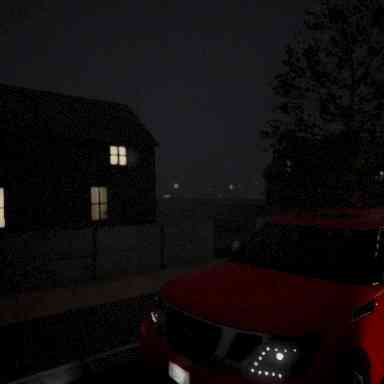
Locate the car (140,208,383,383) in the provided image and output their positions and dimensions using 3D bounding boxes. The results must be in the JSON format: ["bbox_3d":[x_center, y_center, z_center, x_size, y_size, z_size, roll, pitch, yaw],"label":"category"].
[{"bbox_3d":[2.011,1.298,4.742,5.566,2.045,2.150,0,-1,-40],"label":"car"}]
